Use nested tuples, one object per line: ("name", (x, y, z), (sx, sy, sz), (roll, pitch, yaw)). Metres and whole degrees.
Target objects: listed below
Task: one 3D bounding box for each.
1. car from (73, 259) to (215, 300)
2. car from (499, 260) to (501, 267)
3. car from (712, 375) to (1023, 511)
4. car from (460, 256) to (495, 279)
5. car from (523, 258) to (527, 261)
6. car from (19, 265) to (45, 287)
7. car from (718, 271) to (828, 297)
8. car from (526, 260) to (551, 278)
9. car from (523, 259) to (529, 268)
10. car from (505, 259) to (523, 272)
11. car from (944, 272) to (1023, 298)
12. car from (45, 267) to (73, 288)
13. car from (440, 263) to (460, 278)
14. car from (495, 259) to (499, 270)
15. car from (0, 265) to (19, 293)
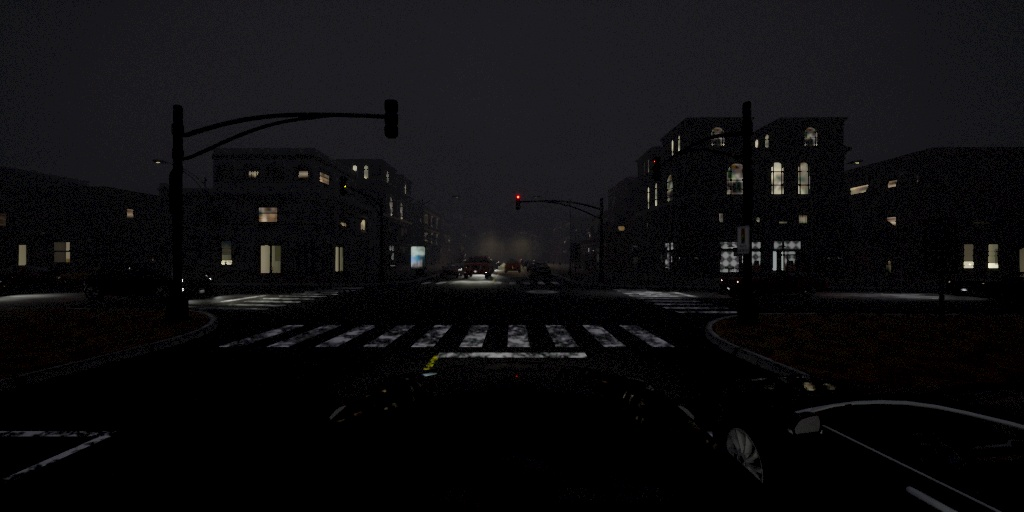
("car", (-16.484, 1.028, 16.481), (4.553, 1.767, 2.097), (0, 0, 0))
("car", (-3.102, 1.320, 53.644), (1.994, 1.385, 4.181), (0, 0, 0))
("car", (2.691, 1.300, 1.594), (2.007, 1.370, 4.403), (0, 0, 0))
("car", (-3.118, 0.974, 33.533), (2.150, 2.045, 5.566), (0, 0, 1))
("car", (2.679, 1.309, 61.593), (2.007, 1.370, 4.403), (0, 0, 0))
("car", (-30.824, 1.228, 22.455), (4.207, 1.307, 1.802), (0, 0, 1))
("car", (13.798, 1.432, 19.183), (4.718, 1.301, 1.895), (0, 0, 1))
("car", (2.684, 1.318, 33.984), (1.948, 1.339, 4.313), (0, 0, 0))
("car", (2.682, 1.336, 45.026), (1.802, 1.307, 4.207), (0, 0, 0))
("car", (0.088, 1.232, 46.506), (1.882, 1.535, 5.008), (0, 0, 0))
("car", (26.219, 1.493, 19.000), (4.718, 1.301, 1.895), (0, 0, 1))
("car", (-25.458, 1.195, 22.373), (4.829, 1.417, 1.751), (0, 0, 1))
("car", (-5.696, 1.335, 33.995), (1.802, 1.307, 4.207), (0, 0, 0))
("car", (-3.102, 1.245, 43.595), (2.128, 1.511, 4.902), (0, 0, 1))
("car", (-26.662, 1.137, 16.604), (4.892, 1.490, 1.837), (0, 0, 1))
